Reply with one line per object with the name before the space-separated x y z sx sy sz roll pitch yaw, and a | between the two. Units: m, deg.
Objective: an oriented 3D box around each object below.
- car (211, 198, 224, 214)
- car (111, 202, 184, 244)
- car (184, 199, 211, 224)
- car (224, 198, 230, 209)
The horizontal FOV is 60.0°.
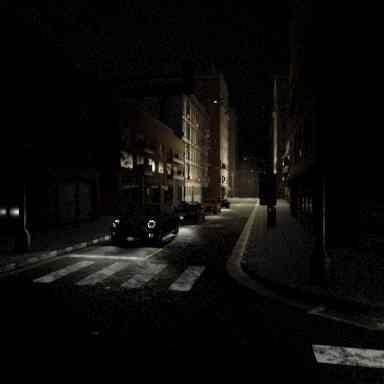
car | 1.817 1.417 34.127 1.882 1.535 5.008 0 0 12
car | -2.073 1.326 15.770 2.097 1.767 4.553 0 0 12
car | -0.194 1.450 24.710 2.128 1.511 4.902 0 0 12
car | 3.927 1.480 43.863 1.994 1.385 4.181 0 0 13
